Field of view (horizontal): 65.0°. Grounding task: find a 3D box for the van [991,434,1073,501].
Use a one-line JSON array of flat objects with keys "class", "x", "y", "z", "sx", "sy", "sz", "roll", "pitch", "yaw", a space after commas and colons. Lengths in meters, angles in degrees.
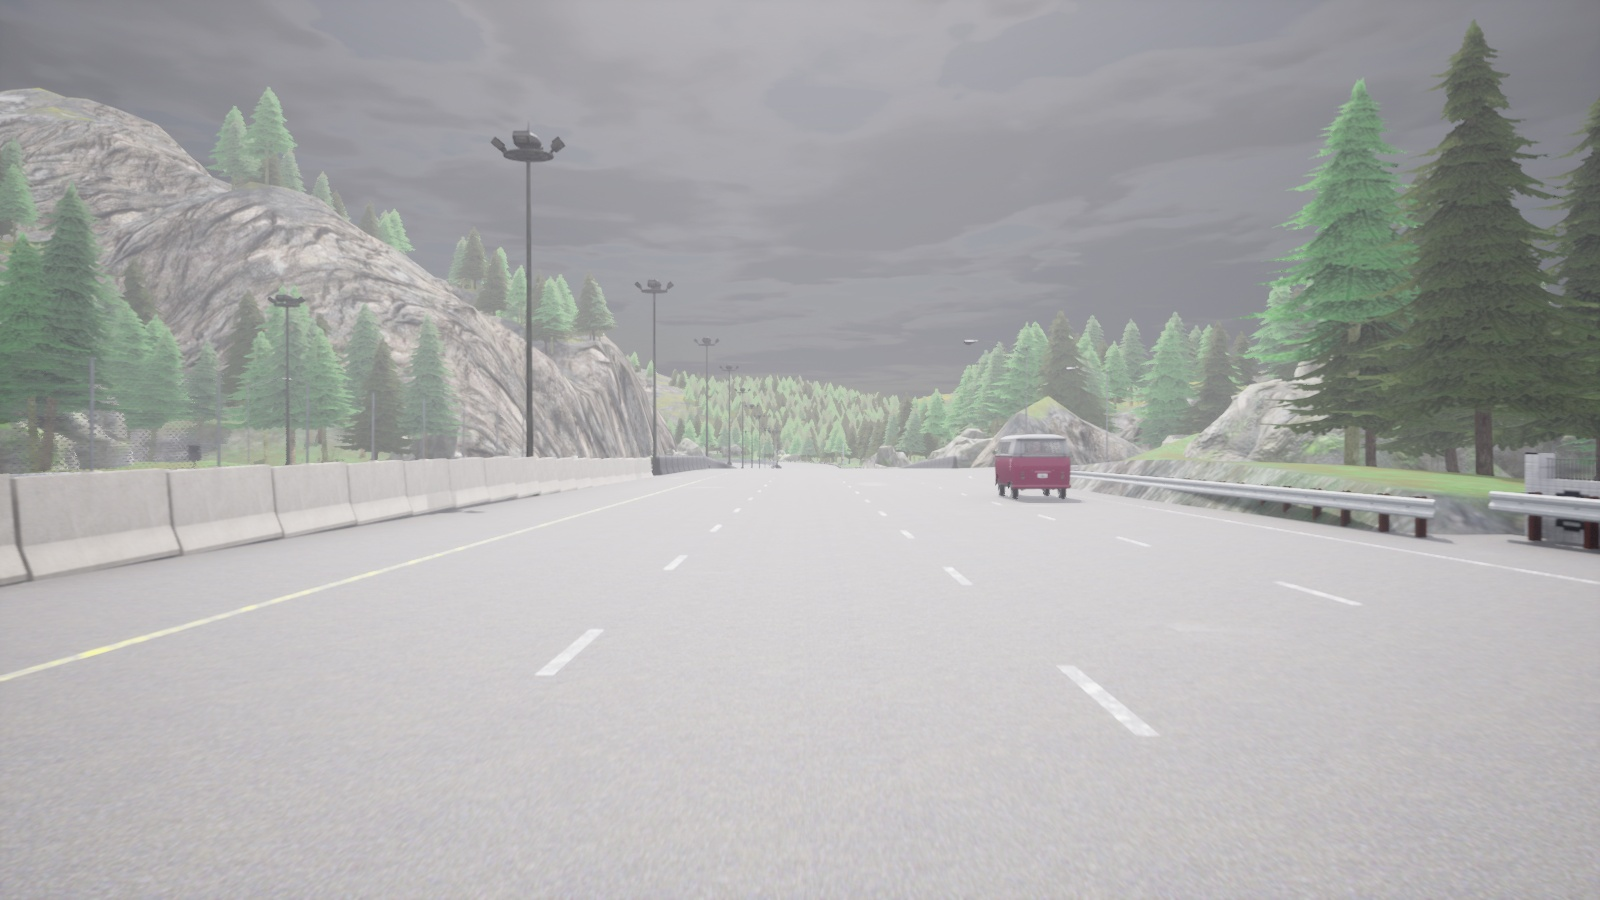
[{"class": "van", "x": 7.240, "y": 0.510, "z": 39.546, "sx": 1.775, "sy": 1.987, "sz": 4.442, "roll": 0, "pitch": 0, "yaw": 0}]
